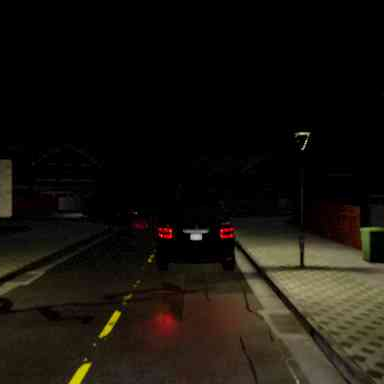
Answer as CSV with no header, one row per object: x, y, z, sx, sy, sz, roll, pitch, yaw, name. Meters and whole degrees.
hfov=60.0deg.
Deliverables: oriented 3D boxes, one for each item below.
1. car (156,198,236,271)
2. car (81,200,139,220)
0.101,1.203,10.924,2.150,2.045,5.566,0,0,0,car
-6.720,1.399,27.195,4.892,1.490,1.837,1,-3,20,car
